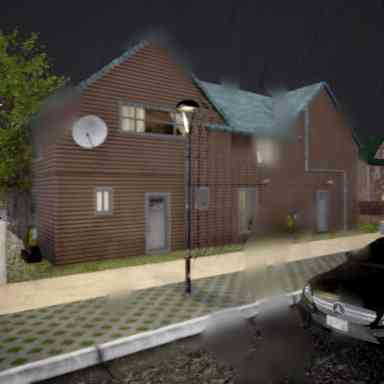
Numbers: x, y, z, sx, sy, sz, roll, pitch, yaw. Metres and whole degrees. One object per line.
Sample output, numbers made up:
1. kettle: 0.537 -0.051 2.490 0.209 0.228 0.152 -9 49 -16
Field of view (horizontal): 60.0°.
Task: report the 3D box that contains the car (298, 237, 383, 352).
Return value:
1. car: 3.892 1.517 5.793 4.674 1.442 1.812 0 0 -34
